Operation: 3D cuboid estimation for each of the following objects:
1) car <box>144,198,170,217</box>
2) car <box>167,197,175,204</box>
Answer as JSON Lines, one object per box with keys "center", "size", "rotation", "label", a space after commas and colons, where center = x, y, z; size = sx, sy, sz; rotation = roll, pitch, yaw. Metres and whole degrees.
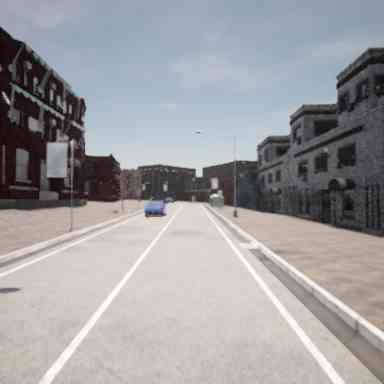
{"center": [-3.601, 1.641, 33.385], "size": [1.882, 1.535, 5.008], "rotation": [0, 0, 0], "label": "car"}
{"center": [-5.102, 1.901, 75.545], "size": [1.994, 1.385, 4.181], "rotation": [0, 0, -12], "label": "car"}
